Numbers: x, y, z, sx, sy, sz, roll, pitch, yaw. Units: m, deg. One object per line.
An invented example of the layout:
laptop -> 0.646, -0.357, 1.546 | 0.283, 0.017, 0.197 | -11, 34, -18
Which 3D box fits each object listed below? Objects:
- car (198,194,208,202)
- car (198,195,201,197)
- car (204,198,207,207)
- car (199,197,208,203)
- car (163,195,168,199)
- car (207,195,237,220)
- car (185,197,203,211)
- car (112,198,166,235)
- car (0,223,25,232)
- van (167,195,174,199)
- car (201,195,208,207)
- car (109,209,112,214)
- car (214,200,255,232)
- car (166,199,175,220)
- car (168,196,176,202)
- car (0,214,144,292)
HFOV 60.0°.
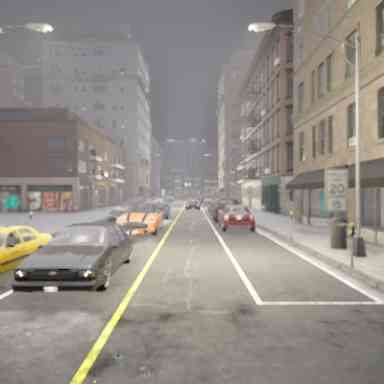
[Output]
car -> 2.673, 1.540, 82.835 | 2.192, 1.841, 5.009 | 0, 0, 0
car -> 0.113, 1.648, 52.620 | 1.837, 1.490, 4.892 | 0, 0, 0
car -> 2.653, 1.623, 37.709 | 1.752, 1.417, 4.829 | 0, 0, 0
car -> 2.670, 1.775, 77.172 | 1.947, 1.339, 4.313 | 0, 0, 0
car -> -5.365, 1.683, 54.359 | 1.752, 1.417, 4.829 | 0, 0, 0
car -> 2.647, 1.382, 26.216 | 2.192, 1.841, 5.009 | 0, 0, 0
car -> 0.122, 1.717, 42.580 | 1.895, 1.301, 4.718 | 0, 0, 0
car -> -2.845, 1.408, 18.994 | 2.097, 1.767, 4.553 | 0, 0, 0
car -> -5.385, 1.559, 9.064 | 1.752, 1.417, 4.829 | 0, 0, 0
van -> -5.358, 1.547, 71.515 | 1.690, 1.788, 3.998 | 0, 0, 0
car -> 2.660, 1.695, 54.525 | 2.008, 1.369, 4.403 | 0, 0, 0
car -> -5.378, 1.631, 26.219 | 2.008, 1.369, 4.403 | 0, 0, 0
car -> 2.645, 1.491, 20.554 | 1.967, 1.590, 4.097 | 0, 0, 0
car -> -2.833, 1.632, 29.402 | 2.033, 1.411, 5.357 | 0, 0, 0
car -> -5.350, 1.821, 88.500 | 1.947, 1.339, 4.313 | 0, 0, 0
car -> -2.846, 1.578, 9.345 | 2.033, 1.411, 5.357 | 0, 0, 0
